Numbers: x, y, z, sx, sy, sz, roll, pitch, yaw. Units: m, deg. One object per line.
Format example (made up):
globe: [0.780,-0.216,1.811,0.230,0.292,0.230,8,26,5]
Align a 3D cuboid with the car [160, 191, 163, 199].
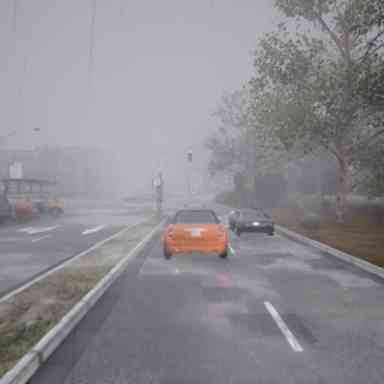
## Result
car: [-9.964,1.016,78.905,4.892,1.521,2.231,-1,0,-14]

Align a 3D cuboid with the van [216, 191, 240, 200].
van: [7.327,0.773,69.532,4.442,1.987,1.878,1,1,-14]

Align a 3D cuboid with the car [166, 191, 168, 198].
car: [-9.215,1.030,84.901,4.674,1.452,2.002,-1,0,-13]

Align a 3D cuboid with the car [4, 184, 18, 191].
car: [-31.123,-0.649,57.884,2.435,2.045,5.566,6,-2,-19]

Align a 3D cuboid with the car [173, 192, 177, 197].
car: [-7.944,0.701,93.887,5.566,2.045,2.435,-1,0,-12]

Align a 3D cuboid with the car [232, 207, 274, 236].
car: [3.144,1.512,18.268,1.994,1.385,4.181,0,0,0]

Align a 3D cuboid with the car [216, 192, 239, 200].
car: [7.712,0.860,72.502,4.553,1.767,2.185,0,0,-14]

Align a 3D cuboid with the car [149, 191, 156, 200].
car: [-10.756,1.044,69.942,5.366,1.575,1.946,-1,0,-15]

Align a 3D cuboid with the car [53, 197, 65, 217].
car: [-13.609,1.292,29.146,4.553,1.767,2.185,-1,0,-19]

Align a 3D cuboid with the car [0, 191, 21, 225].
car: [-13.778,1.186,20.095,5.566,2.045,2.435,-1,0,-20]

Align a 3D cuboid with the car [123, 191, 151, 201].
car: [-11.403,1.099,66.950,4.792,1.488,2.163,-1,0,-15]

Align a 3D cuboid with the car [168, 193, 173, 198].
car: [-8.396,1.005,90.883,4.674,1.452,2.002,-1,0,-12]

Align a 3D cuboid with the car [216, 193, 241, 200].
car: [8.250,0.970,75.496,5.366,1.575,1.946,0,0,-13]

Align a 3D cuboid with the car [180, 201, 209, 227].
car: [0.186,1.443,23.115,1.837,1.490,4.892,0,0,1]

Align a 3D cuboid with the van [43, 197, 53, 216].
van: [-13.586,1.197,26.168,4.442,1.987,1.878,-1,0,-19]

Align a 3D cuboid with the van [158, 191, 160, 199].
van: [-10.193,0.799,75.933,4.442,1.987,1.878,-1,0,-14]

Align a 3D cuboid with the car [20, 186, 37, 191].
car: [-28.129,-0.086,57.824,2.002,1.452,4.674,6,-2,-19]

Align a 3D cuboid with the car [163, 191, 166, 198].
car: [-9.589,1.042,81.900,4.674,1.452,2.002,-1,0,-13]

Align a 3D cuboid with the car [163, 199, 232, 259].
car: [0.117,1.316,12.569,2.097,1.767,4.553,0,0,0]

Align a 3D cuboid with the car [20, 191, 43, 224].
car: [-13.703,1.179,23.131,5.566,2.045,2.435,-1,0,-20]

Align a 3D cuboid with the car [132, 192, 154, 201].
car: [-10.661,0.913,72.893,4.553,1.767,2.185,-1,0,-14]
